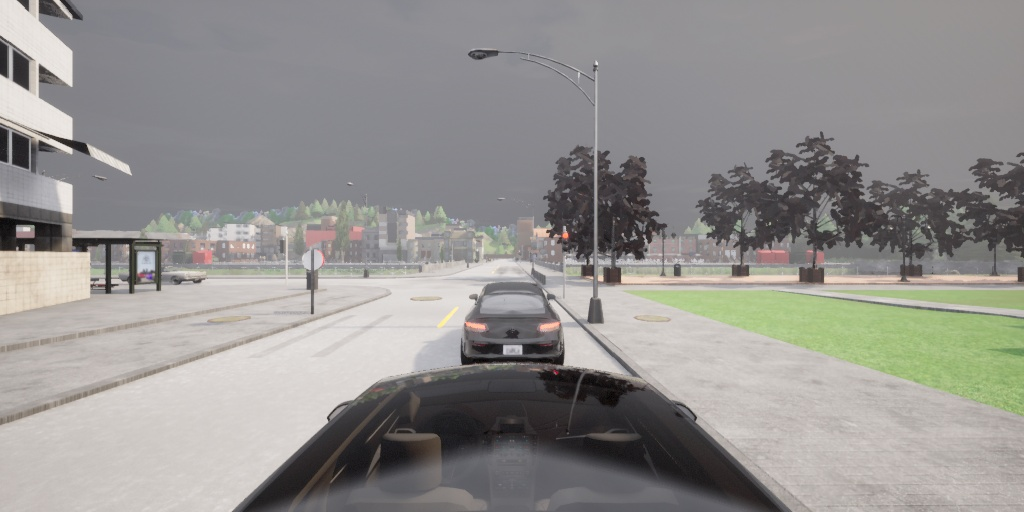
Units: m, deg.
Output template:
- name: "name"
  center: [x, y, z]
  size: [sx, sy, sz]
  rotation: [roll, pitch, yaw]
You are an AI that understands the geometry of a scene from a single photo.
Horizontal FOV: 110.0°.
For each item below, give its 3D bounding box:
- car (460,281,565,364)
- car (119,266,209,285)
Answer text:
- name: "car"
  center: [0.007, 1.276, 7.806]
  size: [1.812, 1.442, 4.674]
  rotation: [0, 0, 0]
- name: "car"
  center: [-24.466, 1.351, 25.300]
  size: [4.718, 1.301, 1.895]
  rotation: [0, 0, 0]
